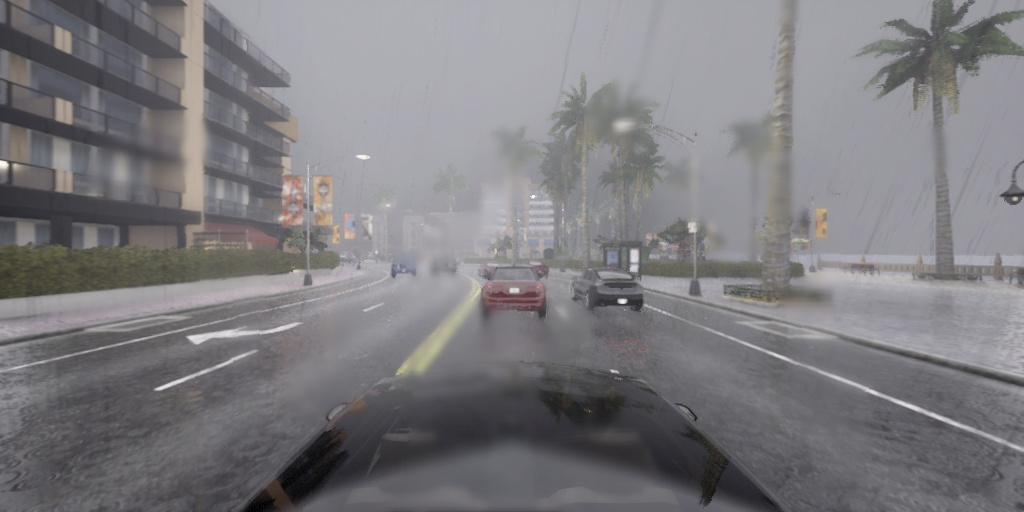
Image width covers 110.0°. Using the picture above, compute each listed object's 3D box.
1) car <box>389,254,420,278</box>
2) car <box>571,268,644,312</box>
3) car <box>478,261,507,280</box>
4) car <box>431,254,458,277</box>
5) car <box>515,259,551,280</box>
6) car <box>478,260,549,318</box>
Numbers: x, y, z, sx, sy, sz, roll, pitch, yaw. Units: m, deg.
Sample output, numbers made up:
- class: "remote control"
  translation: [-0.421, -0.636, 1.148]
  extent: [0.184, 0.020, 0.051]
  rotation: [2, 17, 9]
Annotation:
- class: "car"
  translation: [-9.461, 0.840, 31.818]
  extent: [2.150, 2.045, 5.566]
  rotation: [0, 0, -16]
- class: "car"
  translation: [3.536, 1.201, 14.011]
  extent: [1.837, 1.490, 4.892]
  rotation: [0, 0, -1]
- class: "car"
  translation: [-1.730, 1.150, 30.142]
  extent: [1.812, 1.442, 4.674]
  rotation: [0, 0, -11]
- class: "car"
  translation: [-6.514, 0.830, 34.190]
  extent: [2.150, 2.045, 5.566]
  rotation: [0, 0, -17]
- class: "car"
  translation: [1.718, 1.100, 30.681]
  extent: [1.882, 1.535, 5.008]
  rotation: [0, 0, -11]
- class: "car"
  translation: [0.049, 1.052, 12.956]
  extent: [2.097, 1.767, 4.553]
  rotation: [0, 0, -1]
